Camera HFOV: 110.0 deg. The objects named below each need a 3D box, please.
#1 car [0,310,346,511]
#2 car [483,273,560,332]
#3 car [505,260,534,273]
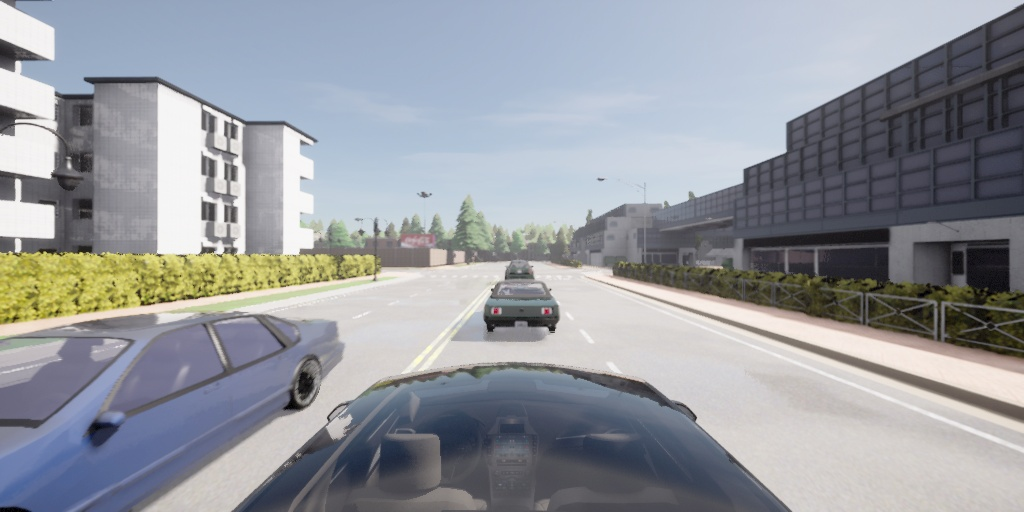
[{"bbox_3d":[-3.571,1.297,3.381,2.033,1.411,5.357,0,0,0],"label":"car"},{"bbox_3d":[0.268,1.355,10.825,1.895,1.301,4.718,0,0,1],"label":"car"},{"bbox_3d":[0.547,1.112,26.845,2.097,1.767,4.553,0,0,1],"label":"car"}]
